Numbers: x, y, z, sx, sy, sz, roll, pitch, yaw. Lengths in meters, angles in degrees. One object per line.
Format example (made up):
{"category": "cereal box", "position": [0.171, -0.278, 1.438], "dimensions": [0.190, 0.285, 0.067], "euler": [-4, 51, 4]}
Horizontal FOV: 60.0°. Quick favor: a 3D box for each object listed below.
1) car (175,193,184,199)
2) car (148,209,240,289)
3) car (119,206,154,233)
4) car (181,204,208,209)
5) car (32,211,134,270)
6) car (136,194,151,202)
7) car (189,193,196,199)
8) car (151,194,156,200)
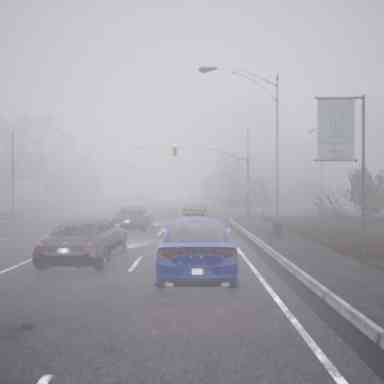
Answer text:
{"category": "car", "position": [-3.342, 1.008, 86.500], "dimensions": [2.097, 1.767, 4.553], "euler": [0, 0, 0]}
{"category": "car", "position": [0.116, 1.441, 9.138], "dimensions": [1.882, 1.535, 5.008], "euler": [0, 0, 0]}
{"category": "car", "position": [-3.366, 1.488, 19.301], "dimensions": [1.994, 1.385, 4.181], "euler": [0, 0, 0]}
{"category": "car", "position": [0.133, 1.417, 18.642], "dimensions": [2.128, 1.511, 4.902], "euler": [0, 0, 0]}
{"category": "car", "position": [-3.390, 1.521, 10.844], "dimensions": [1.994, 1.385, 4.181], "euler": [0, 0, 1]}
{"category": "car", "position": [-10.376, 1.256, 68.414], "dimensions": [2.128, 1.511, 4.902], "euler": [0, 0, 0]}
{"category": "car", "position": [0.157, 1.193, 86.108], "dimensions": [2.033, 1.411, 5.357], "euler": [0, 0, 0]}
{"category": "car", "position": [-10.347, 1.219, 83.989], "dimensions": [1.994, 1.385, 4.181], "euler": [0, 0, 0]}
